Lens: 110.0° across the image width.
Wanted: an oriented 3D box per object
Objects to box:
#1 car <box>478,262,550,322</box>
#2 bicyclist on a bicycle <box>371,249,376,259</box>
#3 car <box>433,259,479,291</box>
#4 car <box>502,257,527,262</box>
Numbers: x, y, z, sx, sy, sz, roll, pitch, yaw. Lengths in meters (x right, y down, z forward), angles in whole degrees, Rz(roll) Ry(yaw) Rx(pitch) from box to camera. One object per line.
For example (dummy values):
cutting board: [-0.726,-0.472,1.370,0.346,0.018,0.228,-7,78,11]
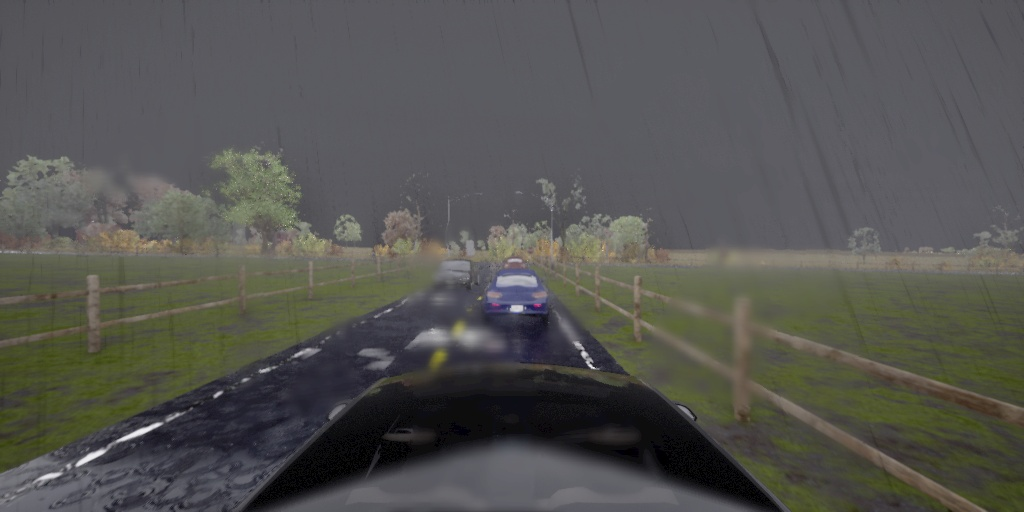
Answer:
car: [0.140,1.090,11.237,1.812,1.442,4.674,0,1,0]
bicyclist on a bicycle: [-22.324,-0.349,57.847,0.582,1.620,1.656,1,1,0]
car: [-2.770,0.928,18.627,1.837,1.490,4.892,0,1,0]
car: [0.226,0.763,28.487,1.812,1.442,4.674,0,1,0]
